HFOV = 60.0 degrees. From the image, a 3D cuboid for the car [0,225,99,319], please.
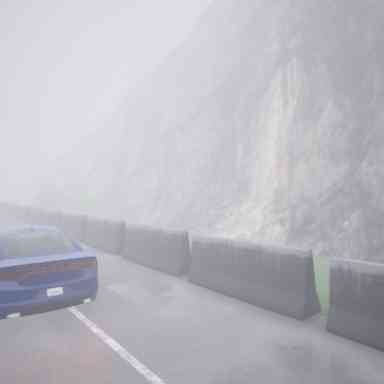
[{"bbox_3d":[-3.755,1.478,7.414,1.882,1.535,5.008,0,0,-38],"label":"car"}]
